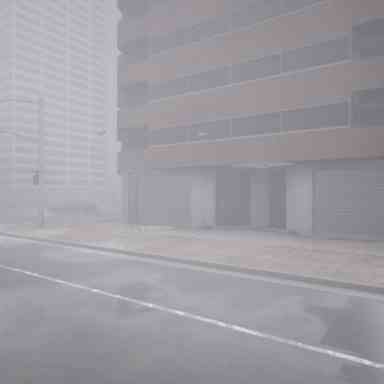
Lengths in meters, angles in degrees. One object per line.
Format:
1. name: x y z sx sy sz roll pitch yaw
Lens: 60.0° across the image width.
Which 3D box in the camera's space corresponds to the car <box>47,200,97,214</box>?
1. car: -13.035 1.545 36.555 2.033 1.411 5.357 0 0 35
